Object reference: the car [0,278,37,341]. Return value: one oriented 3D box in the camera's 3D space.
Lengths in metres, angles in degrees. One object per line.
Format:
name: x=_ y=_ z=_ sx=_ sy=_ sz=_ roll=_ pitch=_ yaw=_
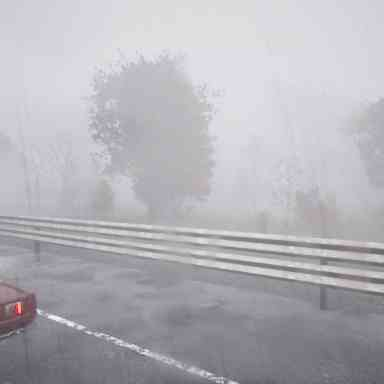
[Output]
car: x=-4.563 y=1.602 z=5.260 sx=4.718 sy=1.301 sz=1.895 roll=0 pitch=0 yaw=35
